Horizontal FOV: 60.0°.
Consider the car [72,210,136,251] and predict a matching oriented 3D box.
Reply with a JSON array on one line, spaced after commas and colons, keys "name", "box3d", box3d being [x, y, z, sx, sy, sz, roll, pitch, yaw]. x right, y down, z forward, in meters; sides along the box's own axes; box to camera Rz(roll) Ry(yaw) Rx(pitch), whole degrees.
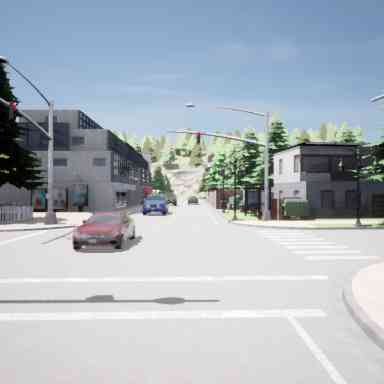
[{"name": "car", "box3d": [-3.583, 1.527, 14.333, 1.812, 1.442, 4.674, 0, 0, 0]}]

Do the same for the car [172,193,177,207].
[{"name": "car", "box3d": [-3.508, 1.224, 52.631, 2.150, 2.045, 5.566, 0, 0, 0]}]

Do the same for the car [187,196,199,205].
[{"name": "car", "box3d": [0.189, 1.505, 59.596, 1.837, 1.490, 4.892, 0, 0, 0]}]

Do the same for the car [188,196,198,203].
[{"name": "car", "box3d": [0.197, 1.547, 70.017, 2.033, 1.411, 5.357, 0, 0, 0]}]

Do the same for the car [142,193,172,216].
[{"name": "car", "box3d": [-3.551, 1.219, 33.068, 2.150, 2.045, 5.566, 0, 0, 0]}]
